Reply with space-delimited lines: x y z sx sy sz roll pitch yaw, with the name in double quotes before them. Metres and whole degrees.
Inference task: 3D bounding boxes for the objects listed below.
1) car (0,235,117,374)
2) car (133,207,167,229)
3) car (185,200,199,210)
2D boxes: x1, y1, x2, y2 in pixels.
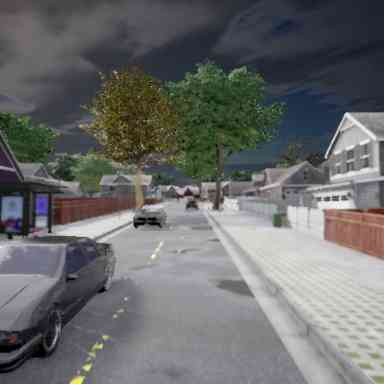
"car" -2.822 1.577 6.300 2.033 1.411 5.357 0 0 0
"car" -2.797 1.738 22.909 1.895 1.301 4.718 0 0 1
"car" -0.026 1.887 49.450 1.837 1.490 4.892 0 0 0
